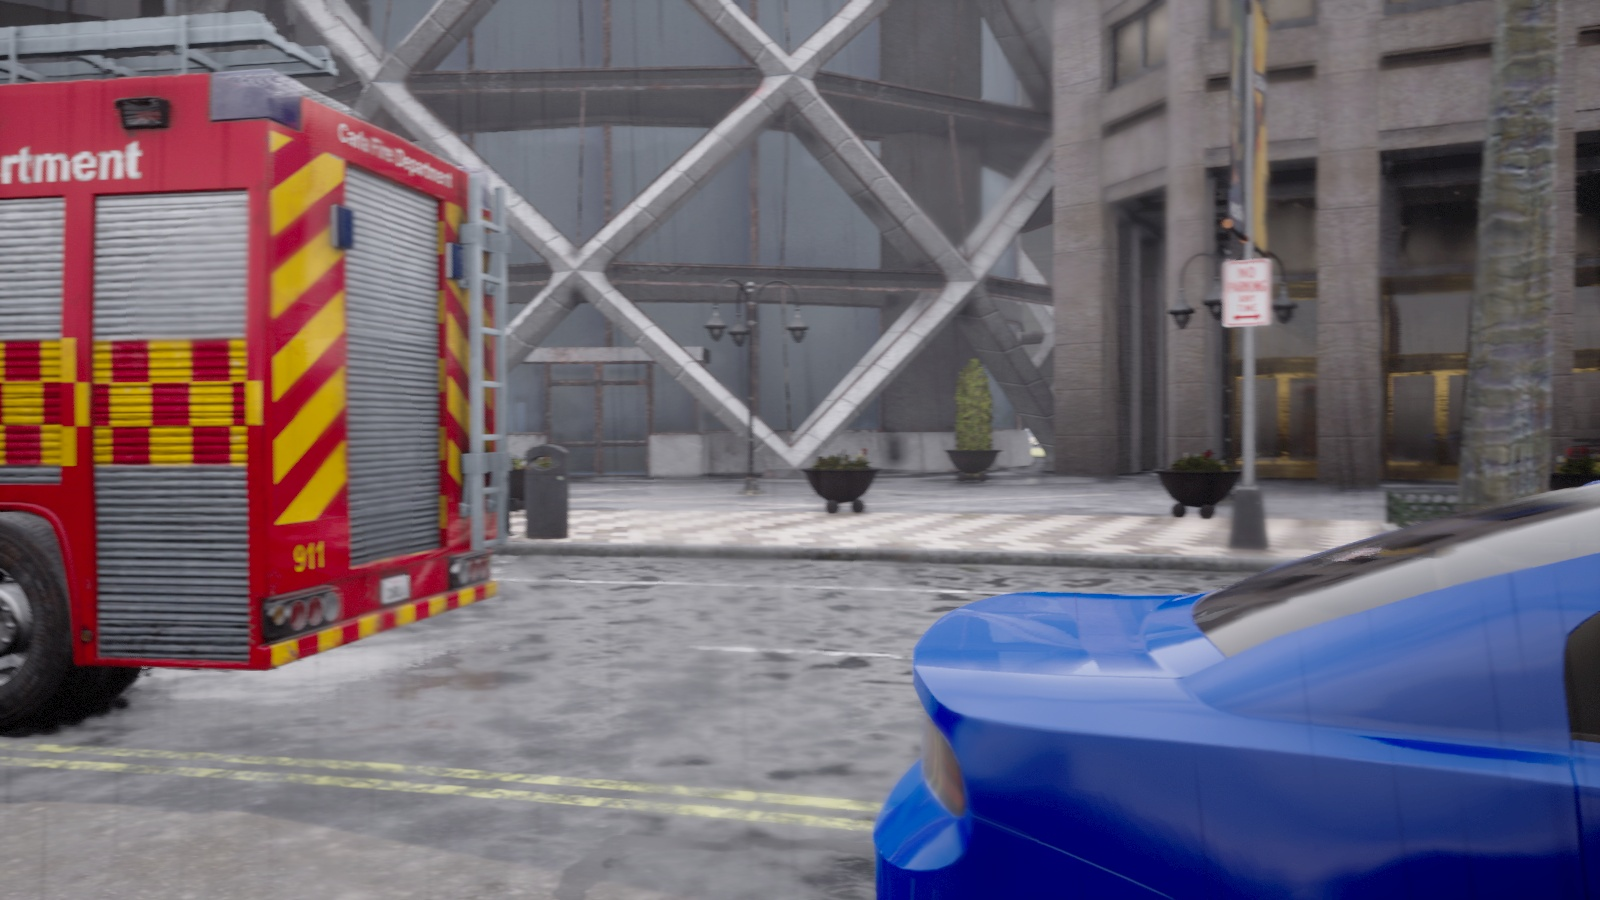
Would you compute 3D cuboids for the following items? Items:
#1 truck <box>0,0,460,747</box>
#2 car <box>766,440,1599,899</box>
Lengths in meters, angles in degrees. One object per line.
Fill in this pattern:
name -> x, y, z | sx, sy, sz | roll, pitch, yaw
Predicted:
truck -> -6.842, -0.505, 8.231 | 8.468, 3.827, 2.891 | 0, 1, 9
car -> 2.614, 0.773, 2.248 | 5.008, 1.535, 1.882 | 1, 1, 21
